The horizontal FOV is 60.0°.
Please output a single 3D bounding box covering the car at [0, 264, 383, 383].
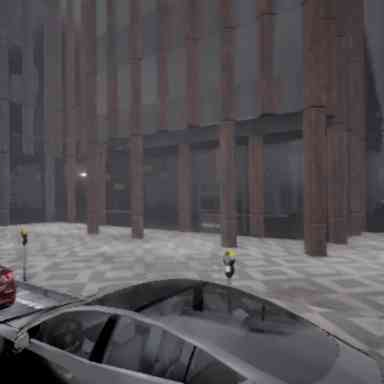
[{"bbox_3d":[-0.508,1.587,3.329,4.313,1.339,1.947,-1,0,36],"label":"car"}]
